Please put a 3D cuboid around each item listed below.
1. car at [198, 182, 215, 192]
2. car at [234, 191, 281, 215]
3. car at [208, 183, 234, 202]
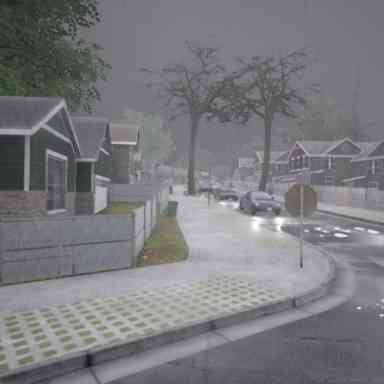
[{"bbox_3d":[1.951,-0.600,48.436,1.882,1.535,5.008,1,3,-5],"label":"car"},{"bbox_3d":[4.557,0.684,22.883,1.812,1.442,4.674,1,3,-6],"label":"car"},{"bbox_3d":[3.397,0.158,34.174,2.033,1.411,5.357,1,3,-6],"label":"car"}]
